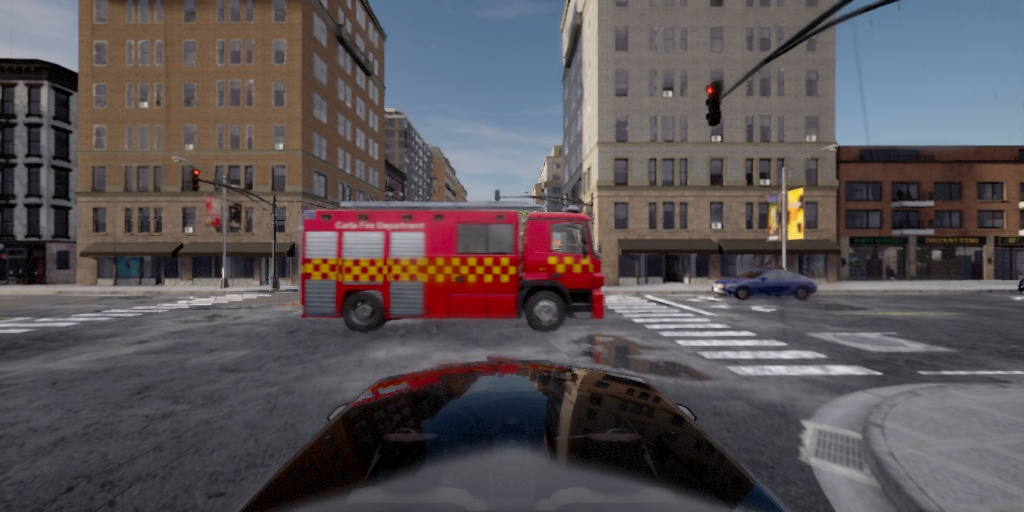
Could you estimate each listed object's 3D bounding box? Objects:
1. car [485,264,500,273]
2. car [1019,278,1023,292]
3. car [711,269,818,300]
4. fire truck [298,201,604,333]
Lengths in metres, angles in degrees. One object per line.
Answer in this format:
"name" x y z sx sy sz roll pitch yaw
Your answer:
"car" -3.236 2.048 60.398 2.128 1.511 4.902 0 -1 0
"car" 28.611 1.148 17.861 4.553 1.767 2.097 0 0 0
"car" 12.456 1.383 17.811 4.674 1.442 1.812 0 0 0
"fire truck" -1.652 0.211 11.172 8.468 3.827 2.891 0 -1 0
